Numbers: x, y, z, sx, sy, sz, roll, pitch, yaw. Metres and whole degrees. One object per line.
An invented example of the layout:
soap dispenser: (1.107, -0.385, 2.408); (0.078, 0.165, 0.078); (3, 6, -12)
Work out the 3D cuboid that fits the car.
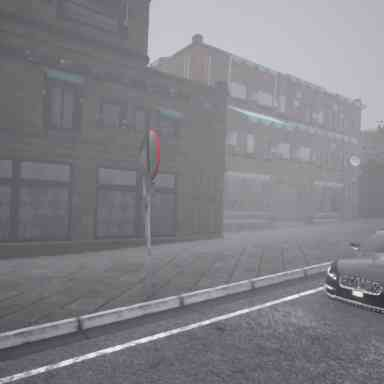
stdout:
car: (4.832, 1.494, 7.141); (4.892, 1.490, 1.837); (0, 0, -36)
